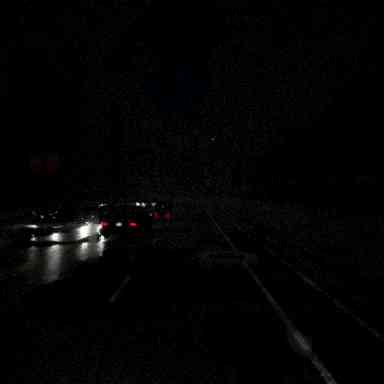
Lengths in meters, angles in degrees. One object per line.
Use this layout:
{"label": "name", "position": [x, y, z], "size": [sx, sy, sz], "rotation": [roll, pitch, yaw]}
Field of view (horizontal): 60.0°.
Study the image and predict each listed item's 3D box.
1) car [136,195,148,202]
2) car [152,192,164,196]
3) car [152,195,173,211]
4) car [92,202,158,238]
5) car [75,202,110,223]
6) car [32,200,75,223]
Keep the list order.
{"label": "car", "position": [-9.777, 1.336, 65.154], "size": [2.128, 1.511, 4.902], "rotation": [0, 0, 0]}
{"label": "car", "position": [-6.523, 1.064, 65.116], "size": [2.150, 2.045, 5.566], "rotation": [0, 0, 0]}
{"label": "car", "position": [-3.159, 1.361, 38.379], "size": [1.812, 1.442, 4.674], "rotation": [0, 0, 0]}
{"label": "car", "position": [-3.154, 1.449, 16.858], "size": [2.033, 1.411, 5.357], "rotation": [0, 0, 0]}
{"label": "car", "position": [-6.604, 1.439, 24.105], "size": [1.994, 1.385, 4.181], "rotation": [0, 0, 0]}
{"label": "car", "position": [-9.854, 1.380, 24.277], "size": [1.837, 1.490, 4.892], "rotation": [0, 0, 0]}
